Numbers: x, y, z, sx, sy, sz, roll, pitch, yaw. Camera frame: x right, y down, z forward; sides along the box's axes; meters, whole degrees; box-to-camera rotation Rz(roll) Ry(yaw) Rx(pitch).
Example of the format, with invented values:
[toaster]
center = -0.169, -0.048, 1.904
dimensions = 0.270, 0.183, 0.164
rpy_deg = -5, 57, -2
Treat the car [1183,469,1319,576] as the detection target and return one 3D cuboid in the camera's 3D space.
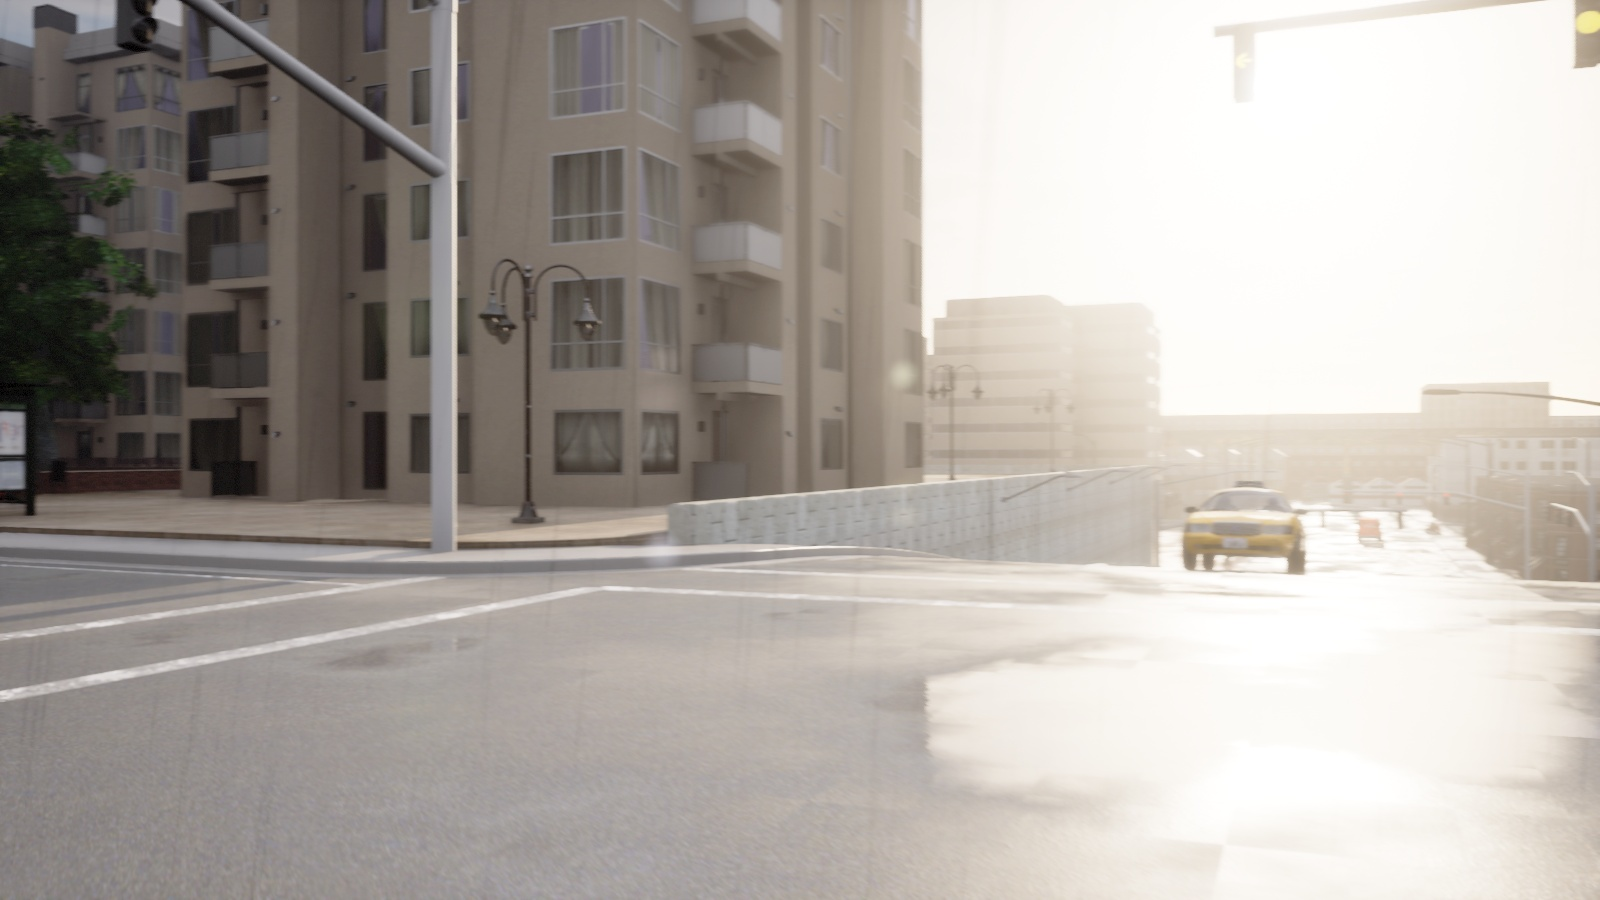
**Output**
[car]
center = 7.845, 1.305, 21.516
dimensions = 1.801, 1.575, 5.366
rpy_deg = 0, -5, 24
